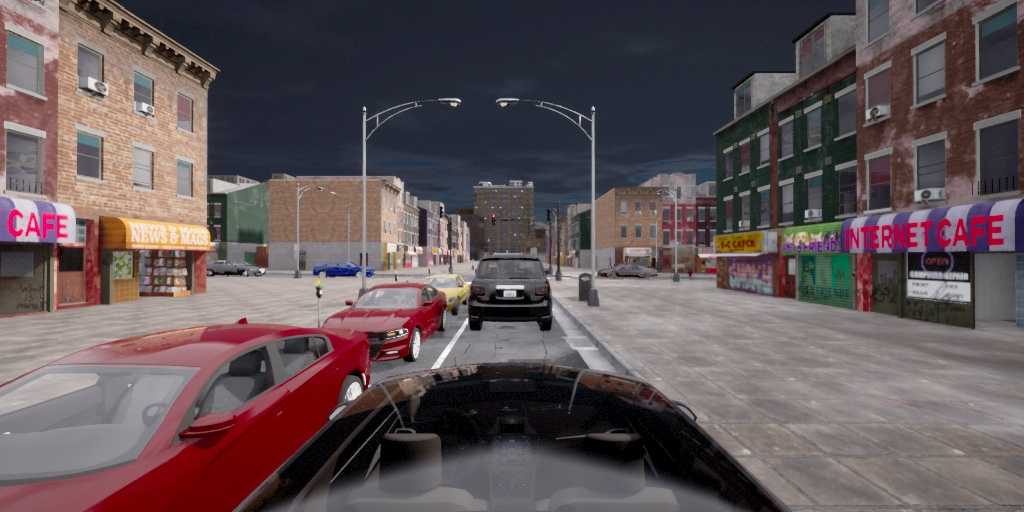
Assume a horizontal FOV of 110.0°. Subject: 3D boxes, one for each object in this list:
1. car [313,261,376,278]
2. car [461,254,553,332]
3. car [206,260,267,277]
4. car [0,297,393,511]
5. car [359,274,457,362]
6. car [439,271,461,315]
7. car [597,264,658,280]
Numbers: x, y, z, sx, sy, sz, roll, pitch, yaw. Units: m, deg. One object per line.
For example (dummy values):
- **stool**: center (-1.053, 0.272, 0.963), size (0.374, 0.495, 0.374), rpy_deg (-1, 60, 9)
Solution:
- **car**: center (-14.357, 1.156, 30.828), size (5.008, 1.535, 1.882), rpy_deg (0, 0, -1)
- **car**: center (-0.019, 0.976, 11.054), size (2.150, 2.045, 5.566), rpy_deg (0, 0, 1)
- **car**: center (-23.856, 1.102, 30.792), size (4.902, 1.511, 2.128), rpy_deg (0, 0, 0)
- **car**: center (-2.636, 1.295, 2.741), size (1.888, 1.381, 4.507), rpy_deg (0, 0, 0)
- **car**: center (-2.631, 1.298, 8.235), size (1.888, 1.381, 4.507), rpy_deg (0, 0, 0)
- **car**: center (-2.626, 1.282, 13.559), size (1.751, 1.417, 4.829), rpy_deg (0, 0, 0)
- **car**: center (10.872, 1.468, 33.915), size (5.357, 1.411, 2.033), rpy_deg (1, 0, 2)
